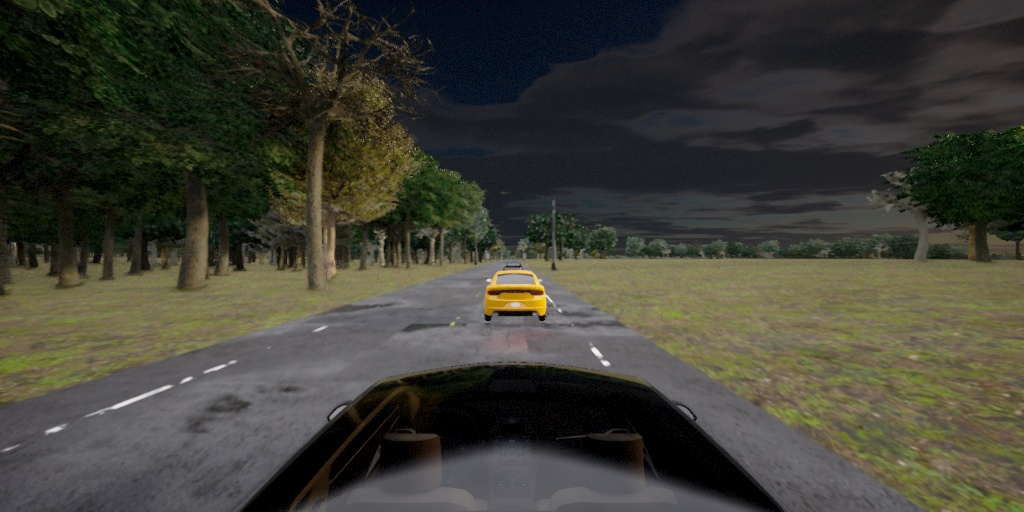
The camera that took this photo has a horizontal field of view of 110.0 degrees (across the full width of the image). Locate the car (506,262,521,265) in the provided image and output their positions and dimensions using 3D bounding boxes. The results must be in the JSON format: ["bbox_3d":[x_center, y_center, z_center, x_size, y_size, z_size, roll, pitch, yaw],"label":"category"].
[{"bbox_3d":[0.105,1.273,33.140,2.128,1.511,4.902,0,0,0],"label":"car"}]

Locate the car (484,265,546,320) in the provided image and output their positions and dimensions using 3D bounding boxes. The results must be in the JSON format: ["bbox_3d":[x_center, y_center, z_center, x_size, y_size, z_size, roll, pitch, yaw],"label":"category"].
[{"bbox_3d":[0.101,1.235,12.685,1.882,1.535,5.008,0,0,0],"label":"car"}]
